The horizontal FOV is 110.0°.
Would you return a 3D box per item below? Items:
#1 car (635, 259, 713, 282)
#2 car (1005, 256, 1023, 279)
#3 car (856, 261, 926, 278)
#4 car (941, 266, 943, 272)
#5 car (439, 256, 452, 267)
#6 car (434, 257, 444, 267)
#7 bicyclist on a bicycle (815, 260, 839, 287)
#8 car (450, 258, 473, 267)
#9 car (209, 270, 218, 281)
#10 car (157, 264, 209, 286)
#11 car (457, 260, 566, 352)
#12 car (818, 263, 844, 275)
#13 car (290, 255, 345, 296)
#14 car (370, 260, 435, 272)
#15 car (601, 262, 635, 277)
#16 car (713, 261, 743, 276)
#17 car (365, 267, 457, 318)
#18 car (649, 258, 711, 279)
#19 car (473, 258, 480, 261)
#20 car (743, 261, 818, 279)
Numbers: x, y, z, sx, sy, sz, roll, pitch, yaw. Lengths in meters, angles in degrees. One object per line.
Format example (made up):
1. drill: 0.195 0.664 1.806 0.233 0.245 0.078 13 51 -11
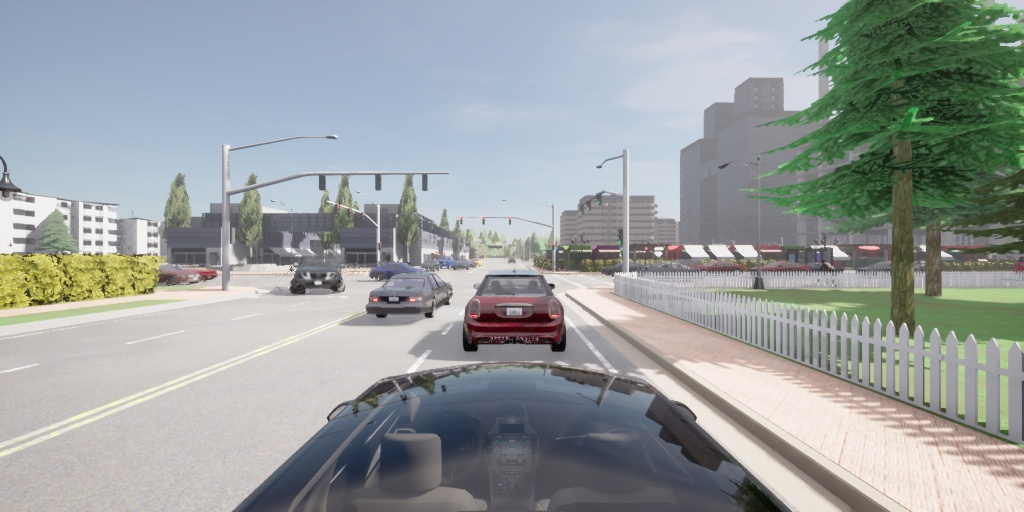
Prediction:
1. car: 12.810 1.241 28.588 4.902 1.511 2.128 0 0 -1
2. car: 44.825 0.971 29.394 5.566 2.045 2.150 0 0 -1
3. car: 34.349 1.255 32.816 4.892 1.490 1.837 0 0 -1
4. car: 40.674 1.241 36.454 4.902 1.511 2.128 0 0 -1
5. car: -10.601 0.971 56.380 2.150 2.045 5.566 0 0 0
6. car: -10.608 1.255 46.518 1.837 1.490 4.892 0 0 0
7. bicyclist on a bicycle: 18.789 1.052 21.448 0.582 1.620 1.656 0 0 -1
8. car: -7.107 1.314 51.095 1.994 1.385 4.181 0 0 0
9. car: -25.659 1.351 27.718 4.718 1.301 1.895 0 0 -2
10. car: -23.857 1.276 24.312 4.674 1.442 1.812 0 0 -2
11. car: 0.063 1.102 9.089 2.097 1.767 4.553 0 0 0
12. car: 30.449 1.351 36.227 4.718 1.301 1.895 0 0 -1
13. car: -10.745 0.972 20.088 2.150 2.045 5.566 2 -1 -27
14. car: -8.776 1.275 28.276 4.674 1.442 1.812 0 0 -1
15. car: 11.226 1.276 35.726 4.674 1.442 1.812 0 0 -1
16. car: 20.551 1.227 35.981 5.008 1.535 1.882 0 0 -1
17. car: -3.420 1.297 12.924 2.033 1.411 5.357 0 0 0
18. car: 15.075 1.102 32.339 4.553 1.767 2.097 0 0 -1
19. car: -7.092 1.297 60.338 2.033 1.411 5.357 0 0 0
20. car: 24.288 1.228 32.571 5.008 1.535 1.882 0 0 -1
